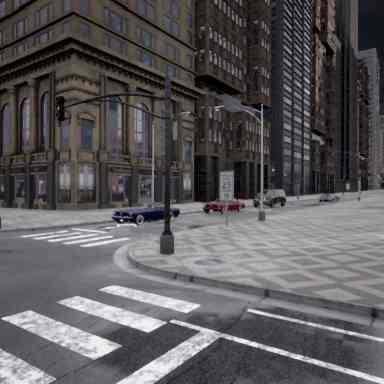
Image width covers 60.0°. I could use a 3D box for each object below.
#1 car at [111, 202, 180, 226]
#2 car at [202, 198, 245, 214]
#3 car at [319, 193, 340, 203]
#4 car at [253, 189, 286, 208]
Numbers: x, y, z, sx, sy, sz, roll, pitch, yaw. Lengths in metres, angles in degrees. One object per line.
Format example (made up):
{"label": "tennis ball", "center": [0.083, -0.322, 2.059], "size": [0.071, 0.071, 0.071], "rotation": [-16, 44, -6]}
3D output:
{"label": "car", "center": [-2.908, 1.350, 21.583], "size": [1.895, 1.301, 4.718], "rotation": [0, 1, 36]}
{"label": "car", "center": [2.895, 1.217, 29.716], "size": [1.895, 1.301, 4.718], "rotation": [0, 1, 35]}
{"label": "car", "center": [19.977, 0.845, 48.188], "size": [2.033, 1.411, 5.357], "rotation": [0, 1, 35]}
{"label": "car", "center": [9.035, 0.696, 38.323], "size": [2.150, 2.045, 5.566], "rotation": [0, 1, 36]}
